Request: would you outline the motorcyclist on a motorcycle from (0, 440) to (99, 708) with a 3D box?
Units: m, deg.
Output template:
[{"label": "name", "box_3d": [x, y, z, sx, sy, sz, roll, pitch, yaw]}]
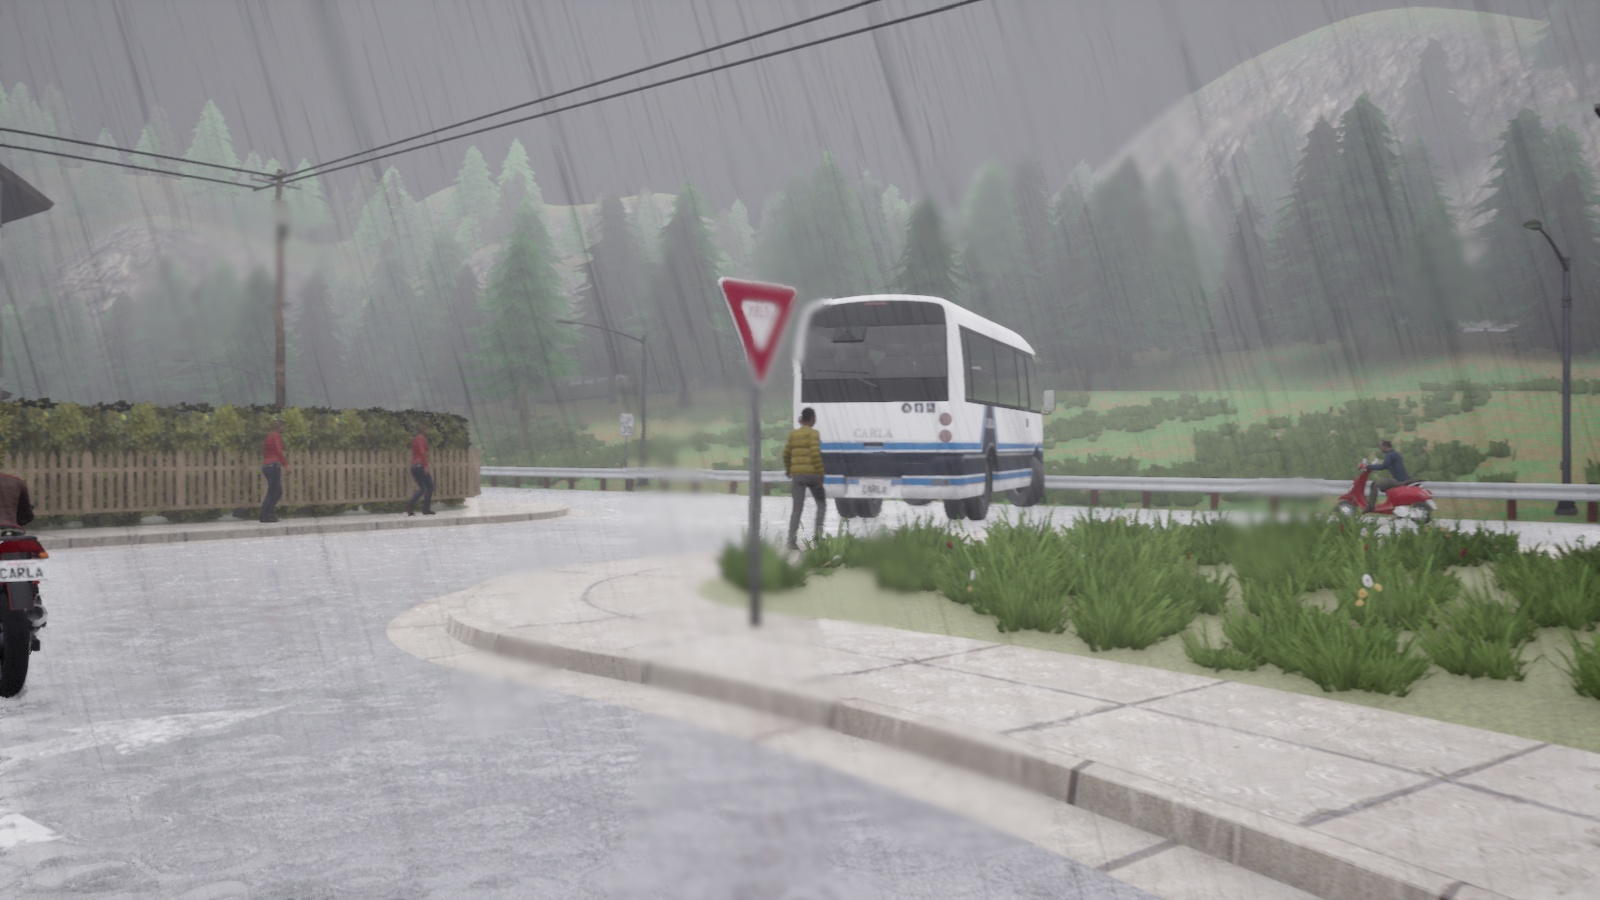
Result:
[{"label": "motorcyclist on a motorcycle", "box_3d": [-5.166, 0.703, 7.942, 0.797, 1.523, 2.044, 1, 0, -43]}]

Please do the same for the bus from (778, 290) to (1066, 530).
[{"label": "bus", "box_3d": [3.188, -0.722, 27.781, 3.944, 4.253, 10.273, 0, 0, 20]}]

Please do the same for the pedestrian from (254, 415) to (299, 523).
[{"label": "pedestrian", "box_3d": [-9.073, 0.329, 21.764, 0.636, 1.846, 0.331, 0, 0, -44]}]

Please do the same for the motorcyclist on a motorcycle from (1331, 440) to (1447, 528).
[{"label": "motorcyclist on a motorcycle", "box_3d": [11.078, 0.615, 23.649, 1.817, 1.590, 0.866, 0, 0, 40]}]

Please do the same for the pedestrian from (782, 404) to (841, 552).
[{"label": "pedestrian", "box_3d": [0.148, 0.347, 15.969, 0.431, 1.840, 0.709, 0, 0, 34]}]

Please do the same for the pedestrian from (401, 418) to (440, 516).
[{"label": "pedestrian", "box_3d": [-7.226, 0.321, 23.924, 0.636, 1.846, 0.331, 0, 0, -43]}]
